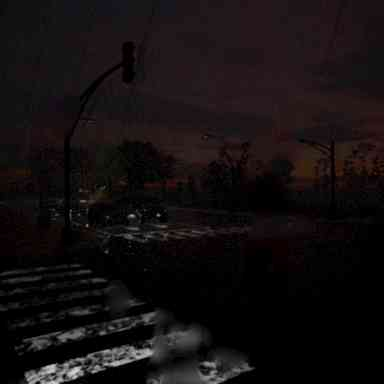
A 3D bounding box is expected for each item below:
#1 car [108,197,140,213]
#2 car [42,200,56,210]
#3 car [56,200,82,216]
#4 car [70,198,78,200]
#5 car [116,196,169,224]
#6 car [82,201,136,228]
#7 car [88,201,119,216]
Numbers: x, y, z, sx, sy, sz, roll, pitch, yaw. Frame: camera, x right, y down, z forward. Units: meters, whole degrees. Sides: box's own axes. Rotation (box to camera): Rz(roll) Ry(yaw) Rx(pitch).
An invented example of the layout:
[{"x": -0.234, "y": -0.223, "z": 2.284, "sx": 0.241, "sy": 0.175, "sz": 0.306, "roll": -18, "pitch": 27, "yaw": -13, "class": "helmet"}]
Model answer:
[{"x": -8.115, "y": 1.465, "z": 39.417, "sx": 2.097, "sy": 1.767, "sz": 4.553, "roll": -1, "pitch": 0, "yaw": -33, "class": "car"}, {"x": -18.377, "y": 1.732, "z": 42.969, "sx": 2.033, "sy": 1.411, "sz": 5.357, "roll": -1, "pitch": 0, "yaw": -33, "class": "car"}, {"x": -11.554, "y": 1.769, "z": 32.415, "sx": 1.895, "sy": 1.301, "sz": 4.718, "roll": -1, "pitch": 0, "yaw": -33, "class": "car"}, {"x": -16.621, "y": 1.635, "z": 46.251, "sx": 1.882, "sy": 1.535, "sz": 5.008, "roll": -1, "pitch": 0, "yaw": -33, "class": "car"}, {"x": -3.952, "y": 1.348, "z": 26.640, "sx": 2.150, "sy": 2.045, "sz": 5.566, "roll": -1, "pitch": 0, "yaw": -33, "class": "car"}, {"x": -6.104, "y": 1.632, "z": 23.989, "sx": 1.882, "sy": 1.535, "sz": 5.008, "roll": -1, "pitch": 0, "yaw": -33, "class": "car"}, {"x": -9.454, "y": 1.704, "z": 35.151, "sx": 1.994, "sy": 1.385, "sz": 4.181, "roll": -1, "pitch": 0, "yaw": -32, "class": "car"}]
